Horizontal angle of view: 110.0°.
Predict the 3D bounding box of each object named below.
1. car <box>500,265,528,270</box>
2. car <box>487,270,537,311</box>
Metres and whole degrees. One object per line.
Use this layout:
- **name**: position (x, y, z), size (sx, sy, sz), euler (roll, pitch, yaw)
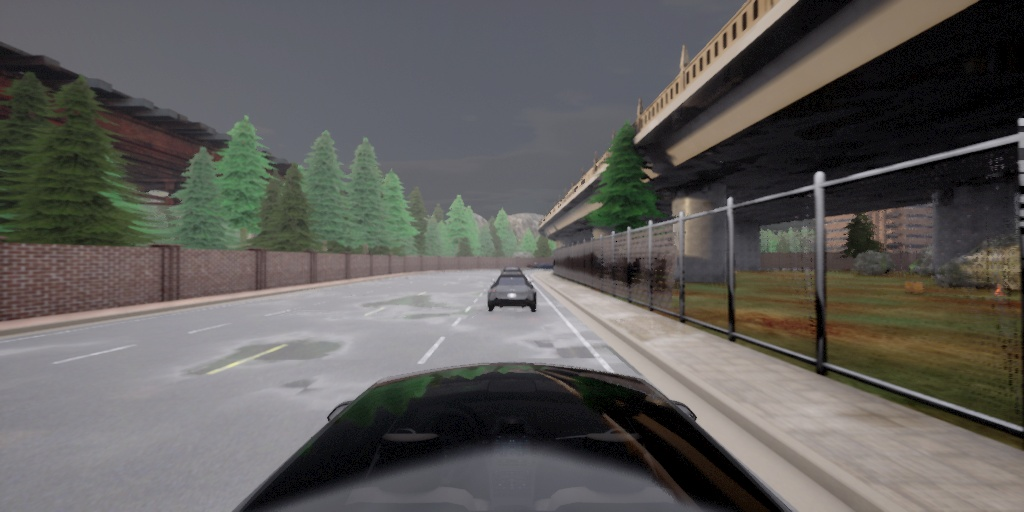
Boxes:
- **car**: position (0.004, 1.543, 30.376), size (2.128, 1.511, 4.902), euler (0, 0, 1)
- **car**: position (0.019, 1.458, 15.402), size (1.994, 1.385, 4.181), euler (0, -1, 1)
